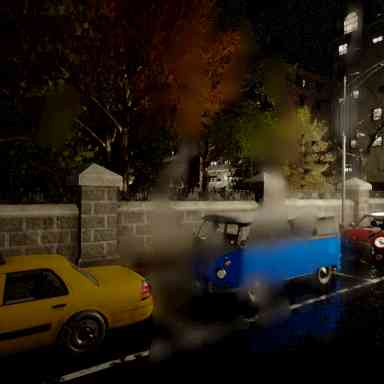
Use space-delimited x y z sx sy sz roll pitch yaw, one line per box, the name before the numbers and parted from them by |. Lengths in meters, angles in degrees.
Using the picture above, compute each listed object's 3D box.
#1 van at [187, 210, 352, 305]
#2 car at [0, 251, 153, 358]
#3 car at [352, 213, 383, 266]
van | 1.806 1.343 7.840 3.998 1.788 1.690 0 1 -36
car | -2.901 1.525 4.481 4.829 1.417 1.752 0 1 -36
car | 6.374 1.442 11.103 4.097 1.590 1.967 0 1 -36
